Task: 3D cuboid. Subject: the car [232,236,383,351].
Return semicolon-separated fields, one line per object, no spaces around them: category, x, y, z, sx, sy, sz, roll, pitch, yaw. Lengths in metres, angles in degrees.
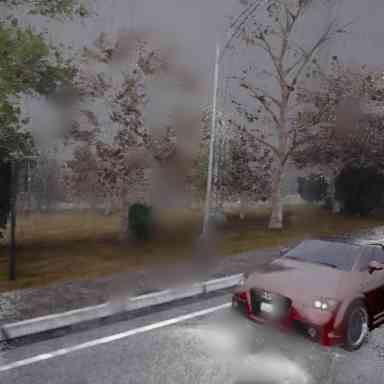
car;2.719;1.572;6.268;4.181;1.385;1.994;0;0;-38
